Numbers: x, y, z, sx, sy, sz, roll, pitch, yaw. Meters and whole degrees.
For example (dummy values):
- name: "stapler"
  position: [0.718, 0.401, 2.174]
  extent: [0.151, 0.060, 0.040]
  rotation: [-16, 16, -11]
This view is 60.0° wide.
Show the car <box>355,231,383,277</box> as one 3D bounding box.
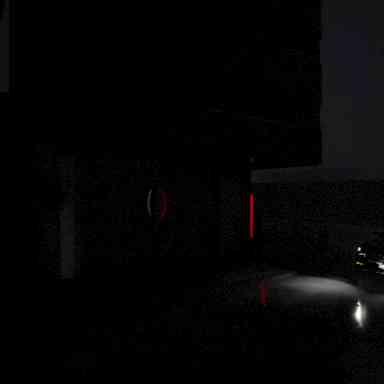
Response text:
- name: "car"
  position: [6.455, 1.505, 9.223]
  extent: [4.892, 1.490, 1.837]
  rotation: [0, 0, -36]
